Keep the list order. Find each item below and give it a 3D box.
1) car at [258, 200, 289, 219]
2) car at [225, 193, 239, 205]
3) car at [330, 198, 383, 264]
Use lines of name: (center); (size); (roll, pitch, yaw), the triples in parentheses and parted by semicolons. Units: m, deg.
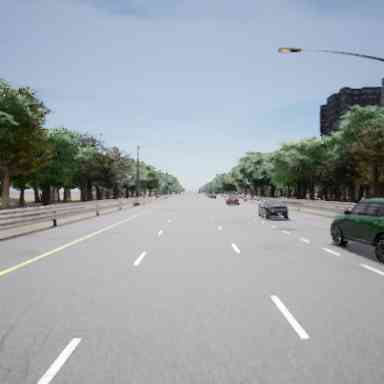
car: (6.994, 1.506, 28.981); (1.837, 1.490, 4.892); (0, 0, 0)
car: (7.037, 1.380, 59.282); (2.097, 1.767, 4.553); (0, 0, 0)
car: (6.999, 1.221, 11.885); (2.150, 2.045, 5.566); (0, 0, 0)
